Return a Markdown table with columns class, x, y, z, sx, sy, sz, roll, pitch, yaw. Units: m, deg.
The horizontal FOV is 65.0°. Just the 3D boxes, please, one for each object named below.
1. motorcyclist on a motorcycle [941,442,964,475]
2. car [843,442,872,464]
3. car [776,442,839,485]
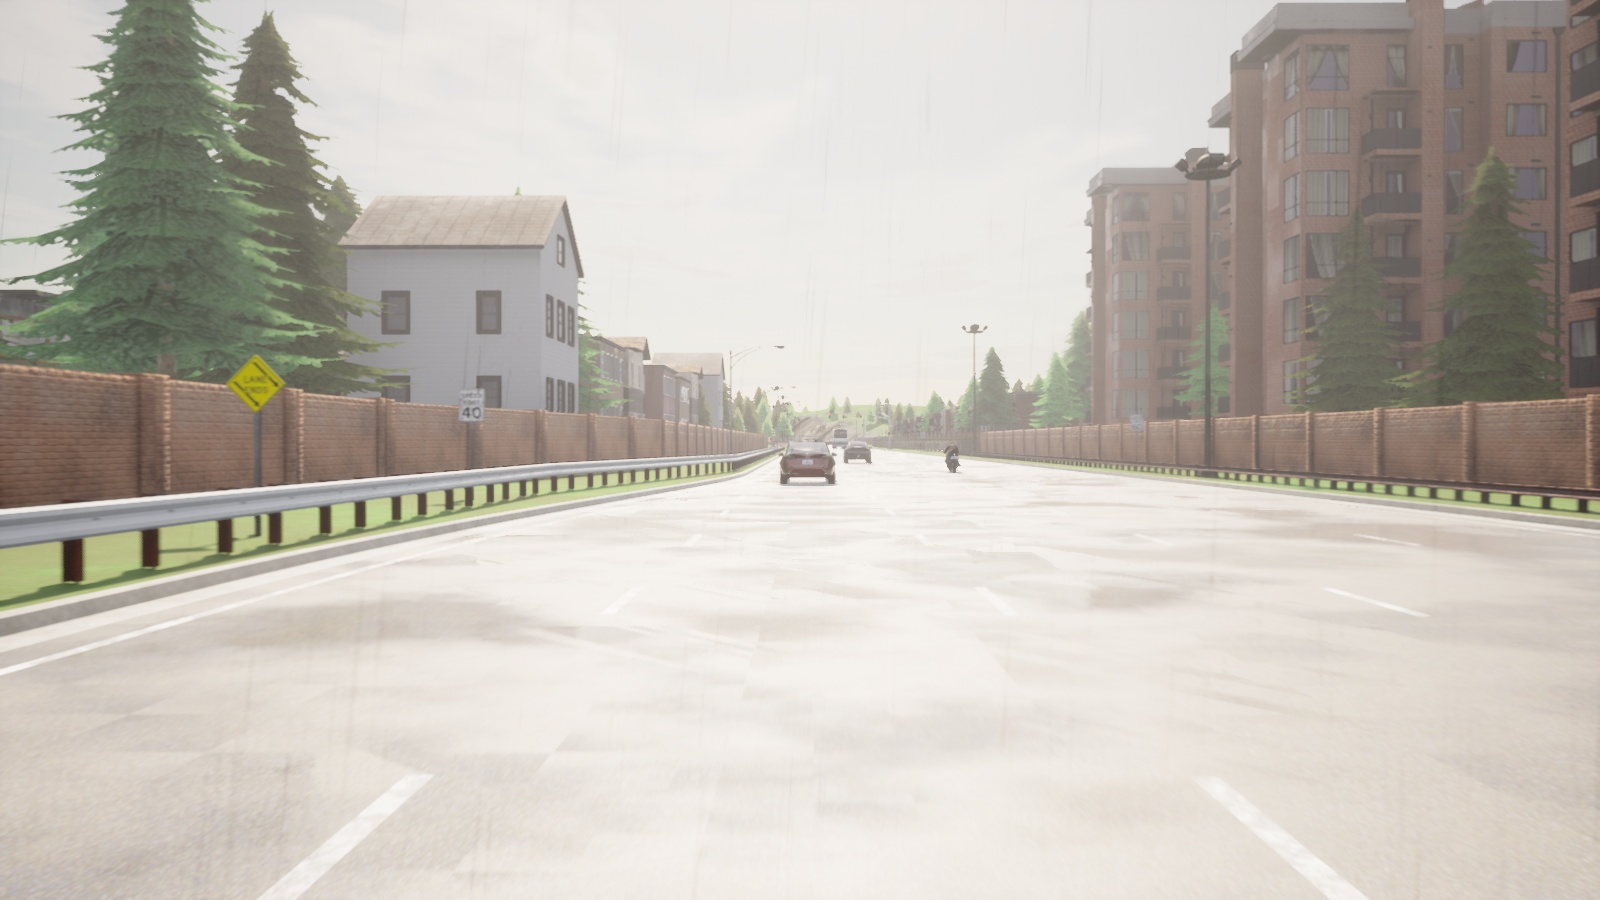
| class | x | y | z | sx | sy | sz | roll | pitch | yaw |
| --- | --- | --- | --- | --- | --- | --- | --- | --- | --- |
| motorcyclist on a motorcycle | 7.359 | 0.395 | 60.758 | 0.866 | 1.530 | 2.191 | 0 | 0 | 0 |
| car | 4.016 | 0.183 | 88.499 | 1.837 | 1.490 | 4.892 | 0 | 0 | 0 |
| car | 0.276 | 0.450 | 45.927 | 2.163 | 1.488 | 4.792 | 0 | 0 | 0 |
